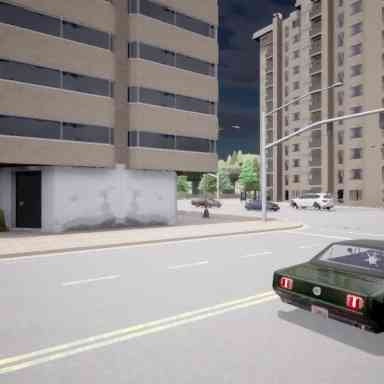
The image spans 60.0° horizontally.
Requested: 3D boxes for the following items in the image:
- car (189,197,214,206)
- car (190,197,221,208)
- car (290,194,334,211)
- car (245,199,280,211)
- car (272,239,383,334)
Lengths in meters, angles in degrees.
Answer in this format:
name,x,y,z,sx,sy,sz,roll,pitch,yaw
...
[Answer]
name,x,y,z,sx,sy,sz,roll,pitch,yaw
car,1.535,1.562,54.372,1.994,1.385,4.181,0,0,-36
car,2.161,1.526,47.251,1.812,1.442,4.674,0,0,-36
car,14.926,1.221,41.607,2.150,2.045,5.566,0,0,-33
car,8.172,1.564,38.938,1.994,1.385,4.181,0,0,-36
car,3.839,1.601,6.516,4.718,1.301,1.895,0,0,-35
